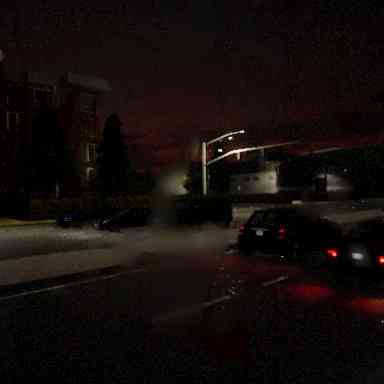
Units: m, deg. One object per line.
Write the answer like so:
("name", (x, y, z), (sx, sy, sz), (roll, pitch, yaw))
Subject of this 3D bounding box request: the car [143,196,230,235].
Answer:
("car", (0.142, 1.294, 20.043), (5.566, 2.045, 2.150), (0, -1, -43))

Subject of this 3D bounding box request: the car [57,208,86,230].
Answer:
("car", (-6.759, 1.676, 23.178), (5.008, 1.535, 1.882), (-1, 0, -43))

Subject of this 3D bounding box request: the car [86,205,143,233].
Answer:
("car", (-3.921, 1.669, 21.037), (4.674, 1.442, 1.812), (-1, 0, -43))

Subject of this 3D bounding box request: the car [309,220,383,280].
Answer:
("car", (5.622, 1.488, 9.271), (5.357, 1.411, 2.033), (-1, 0, -42))

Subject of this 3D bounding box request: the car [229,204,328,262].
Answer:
("car", (3.770, 1.335, 12.326), (4.553, 1.767, 2.097), (-1, 0, -43))
